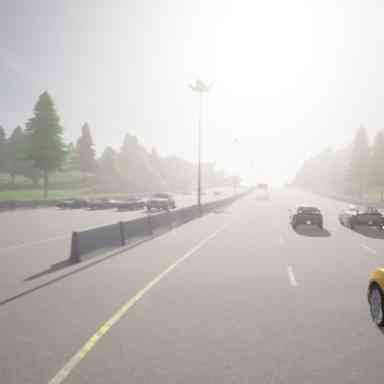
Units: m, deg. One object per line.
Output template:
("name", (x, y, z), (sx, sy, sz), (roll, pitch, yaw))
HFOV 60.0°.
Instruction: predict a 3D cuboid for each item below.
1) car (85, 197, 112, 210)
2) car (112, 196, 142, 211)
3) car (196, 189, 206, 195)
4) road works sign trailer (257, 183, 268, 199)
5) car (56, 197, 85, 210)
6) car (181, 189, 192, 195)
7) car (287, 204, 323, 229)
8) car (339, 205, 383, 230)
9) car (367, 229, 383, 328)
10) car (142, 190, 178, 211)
("car", (-10.315, 1.335, 39.084), (1.994, 1.385, 4.181), (1, 1, 13))
("car", (-6.923, 1.290, 38.227), (1.882, 1.535, 5.008), (1, 1, 13))
("car", (2.168, 0.063, 77.955), (2.097, 1.767, 4.553), (1, 2, 13))
("road works sign trailer", (15.961, -0.335, 75.571), (2.380, 3.560, 2.880), (1, 2, 11))
("car", (-13.808, 1.281, 39.510), (2.033, 1.411, 5.357), (1, 1, 13))
("car", (-1.245, 0.022, 78.727), (2.097, 1.767, 4.553), (1, 2, 13))
("car", (7.714, 1.605, 22.788), (1.837, 1.490, 4.892), (1, 1, 13))
("car", (11.163, 1.631, 22.175), (2.128, 1.511, 4.902), (1, 0, 13))
("car", (3.948, 1.556, 4.062), (1.882, 1.535, 5.008), (1, 0, 6))
("car", (-3.426, 1.071, 37.819), (2.150, 2.045, 5.566), (1, 1, 13))
